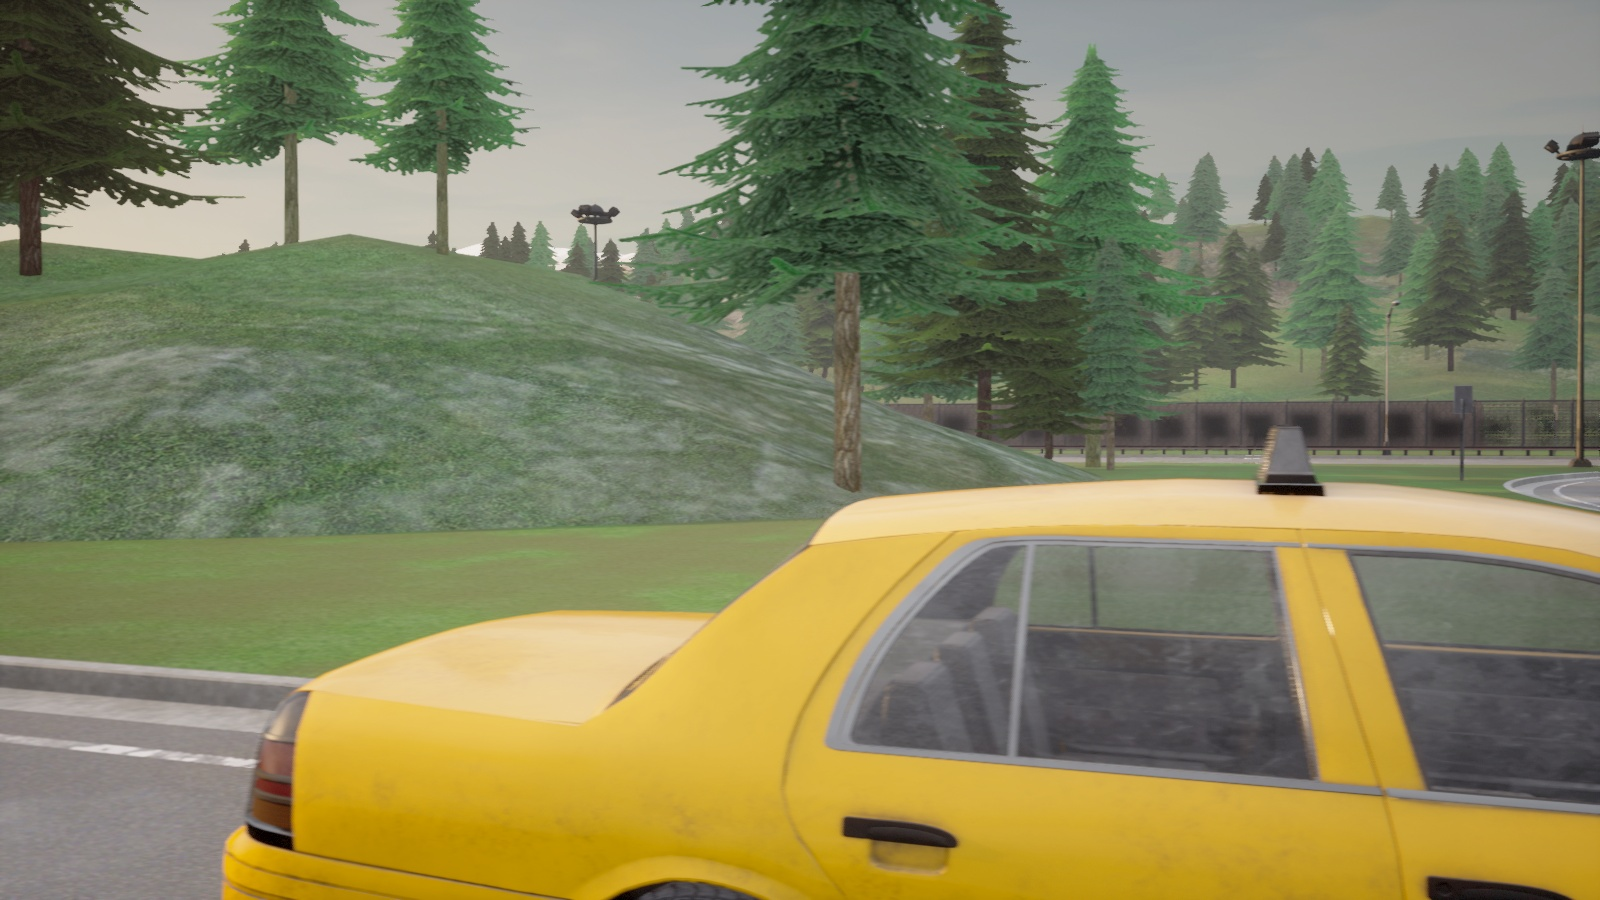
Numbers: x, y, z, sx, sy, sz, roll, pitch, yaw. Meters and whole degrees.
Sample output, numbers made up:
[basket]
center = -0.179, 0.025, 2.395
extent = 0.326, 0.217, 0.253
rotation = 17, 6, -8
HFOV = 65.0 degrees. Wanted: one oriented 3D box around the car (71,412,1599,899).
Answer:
[car]
center = 1.214, 0.723, 2.784
extent = 5.366, 1.575, 1.801
rotation = 1, 1, 19
